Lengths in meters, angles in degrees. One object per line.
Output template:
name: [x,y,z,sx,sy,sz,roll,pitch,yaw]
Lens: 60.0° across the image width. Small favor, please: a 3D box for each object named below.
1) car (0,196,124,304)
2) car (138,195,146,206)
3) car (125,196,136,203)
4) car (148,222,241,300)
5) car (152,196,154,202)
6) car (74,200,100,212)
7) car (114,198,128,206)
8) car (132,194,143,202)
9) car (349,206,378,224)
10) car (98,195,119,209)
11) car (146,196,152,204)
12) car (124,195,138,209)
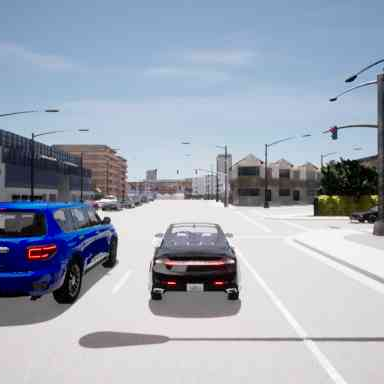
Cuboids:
car: [-3.442,1.239,8.343,2.150,2.045,5.566,0,0,0]
car: [-10.621,1.900,63.578,1.837,1.490,4.892,0,1,1]
car: [-14.090,1.726,76.419,1.837,1.490,4.892,0,1,0]
car: [0.059,1.506,8.387,2.128,1.511,4.902,0,0,0]
car: [-10.599,1.715,84.064,2.033,1.411,5.357,0,0,0]
car: [-14.154,1.844,45.161,1.882,1.535,5.008,0,-1,0]
car: [-14.090,1.966,66.324,1.895,1.301,4.718,0,1,0]
car: [-14.102,1.538,86.623,2.097,1.767,4.553,0,0,0]
car: [15.071,1.686,25.515,5.357,1.411,2.033,0,-1,0]
car: [-14.149,1.651,56.565,2.150,2.045,5.566,0,0,0]
car: [-10.587,1.759,73.756,1.837,1.490,4.892,0,1,0]
car: [-10.649,1.783,54.026,2.097,1.767,4.553,0,0,0]
